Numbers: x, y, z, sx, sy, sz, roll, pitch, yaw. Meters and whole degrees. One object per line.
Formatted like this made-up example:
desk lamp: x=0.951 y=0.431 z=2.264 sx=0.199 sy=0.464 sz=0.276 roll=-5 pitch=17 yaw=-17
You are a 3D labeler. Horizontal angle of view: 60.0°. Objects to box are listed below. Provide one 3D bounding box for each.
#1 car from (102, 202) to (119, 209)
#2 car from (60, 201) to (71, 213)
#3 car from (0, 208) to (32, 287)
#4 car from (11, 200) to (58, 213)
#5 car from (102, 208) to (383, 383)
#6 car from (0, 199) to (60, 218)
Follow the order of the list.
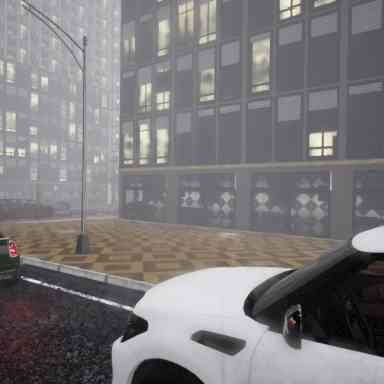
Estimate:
car: x=-8.356 y=1.830 z=39.400 sx=1.752 sy=1.417 sz=4.829 roll=1 pitch=0 yaw=36
car: x=-16.385 y=1.654 z=38.244 sx=2.128 sy=1.511 sz=4.902 roll=1 pitch=0 yaw=36
car: x=-6.177 y=1.348 z=8.062 sx=4.553 sy=1.767 sz=2.097 roll=0 pitch=0 yaw=35
car: x=-18.652 y=1.642 z=39.547 sx=1.752 sy=1.417 sz=4.829 roll=1 pitch=0 yaw=36
car: x=1.900 y=1.222 z=2.327 sx=5.566 sy=2.045 sz=2.150 roll=0 pitch=0 yaw=36
car: x=-15.139 y=1.519 z=30.178 sx=2.192 sy=1.841 sz=5.009 roll=1 pitch=0 yaw=36
